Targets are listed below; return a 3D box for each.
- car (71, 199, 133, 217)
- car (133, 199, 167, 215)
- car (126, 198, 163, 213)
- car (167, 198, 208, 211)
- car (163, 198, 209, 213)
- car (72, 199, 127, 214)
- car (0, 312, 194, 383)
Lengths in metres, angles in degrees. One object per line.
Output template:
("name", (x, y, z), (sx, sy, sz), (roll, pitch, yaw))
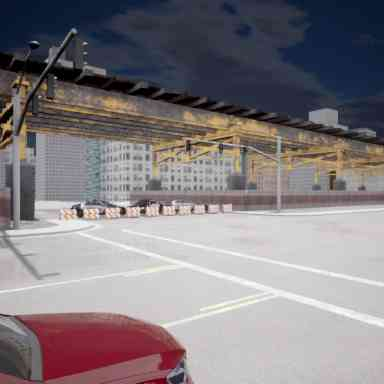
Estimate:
("car", (-8.370, 1.453, 30.399), (4.974, 1.542, 2.038), (0, 0, 8))
("car", (-4.631, 1.453, 33.093), (2.038, 1.542, 4.974), (0, 0, 18))
("car", (-4.615, 1.295, 33.143), (1.853, 1.218, 4.536), (0, 0, 18))
("car", (-0.781, 1.295, 36.856), (4.536, 1.218, 1.853), (0, 0, -7))
("car", (-0.730, 1.453, 36.862), (4.974, 1.542, 2.038), (0, 0, -7))
("car", (-8.421, 1.295, 30.406), (4.536, 1.218, 1.853), (0, 0, 8))
("car", (-2.141, 1.526, 2.240), (4.674, 1.442, 1.812), (0, 0, -35))
